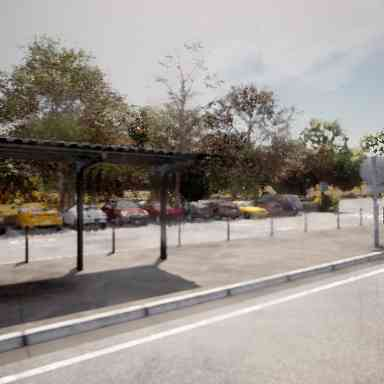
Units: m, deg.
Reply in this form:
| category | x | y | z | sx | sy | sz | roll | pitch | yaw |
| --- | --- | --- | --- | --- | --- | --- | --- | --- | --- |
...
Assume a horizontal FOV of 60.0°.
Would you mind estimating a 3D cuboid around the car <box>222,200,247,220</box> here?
| category | x | y | z | sx | sy | sz | roll | pitch | yaw |
| --- | --- | --- | --- | --- | --- | --- | --- | --- | --- |
| car | 1.972 | 1.539 | 28.176 | 2.163 | 1.488 | 4.792 | 0 | 0 | -36 |

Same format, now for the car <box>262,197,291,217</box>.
| category | x | y | z | sx | sy | sz | roll | pitch | yaw |
| --- | --- | --- | --- | --- | --- | --- | --- | --- | --- |
| car | 6.487 | 1.546 | 31.407 | 2.163 | 1.488 | 4.792 | 0 | 0 | -36 |

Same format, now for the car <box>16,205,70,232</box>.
| category | x | y | z | sx | sy | sz | roll | pitch | yaw |
| --- | --- | --- | --- | --- | --- | --- | --- | --- | --- |
| car | -9.294 | 1.494 | 20.074 | 2.097 | 1.535 | 5.008 | 0 | 0 | -36 |

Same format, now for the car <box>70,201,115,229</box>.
| category | x | y | z | sx | sy | sz | roll | pitch | yaw |
| --- | --- | --- | --- | --- | --- | --- | --- | --- | --- |
| car | -7.038 | 1.537 | 21.691 | 2.002 | 1.452 | 4.674 | 0 | 0 | -36 |

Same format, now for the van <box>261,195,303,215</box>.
| category | x | y | z | sx | sy | sz | roll | pitch | yaw |
| --- | --- | --- | --- | --- | --- | --- | --- | --- | --- |
| van | 8.828 | 1.295 | 32.902 | 1.878 | 1.987 | 4.442 | 0 | 0 | -36 |

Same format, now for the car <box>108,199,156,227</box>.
| category | x | y | z | sx | sy | sz | roll | pitch | yaw |
| --- | --- | --- | --- | --- | --- | --- | --- | --- | --- |
| car | -4.800 | 1.374 | 23.334 | 2.185 | 1.767 | 4.553 | 0 | 0 | -36 |

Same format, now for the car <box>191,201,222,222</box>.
| category | x | y | z | sx | sy | sz | roll | pitch | yaw |
| --- | --- | --- | --- | --- | --- | --- | --- | --- | --- |
| car | -0.264 | 1.507 | 26.533 | 2.231 | 1.521 | 4.892 | 0 | 0 | -36 |

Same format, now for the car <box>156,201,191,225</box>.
| category | x | y | z | sx | sy | sz | roll | pitch | yaw |
| --- | --- | --- | --- | --- | --- | --- | --- | --- | --- |
| car | -2.528 | 1.502 | 24.928 | 2.097 | 1.535 | 5.008 | 0 | 0 | -36 |

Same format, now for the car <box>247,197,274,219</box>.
| category | x | y | z | sx | sy | sz | roll | pitch | yaw |
| --- | --- | --- | --- | --- | --- | --- | --- | --- | --- |
| car | 4.353 | 1.510 | 29.616 | 1.946 | 1.575 | 5.366 | 0 | 0 | -36 |

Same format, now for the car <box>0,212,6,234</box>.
| category | x | y | z | sx | sy | sz | roll | pitch | yaw |
| --- | --- | --- | --- | --- | --- | --- | --- | --- | --- |
| car | -11.553 | 1.532 | 18.459 | 2.002 | 1.452 | 4.674 | 0 | 0 | -36 |
